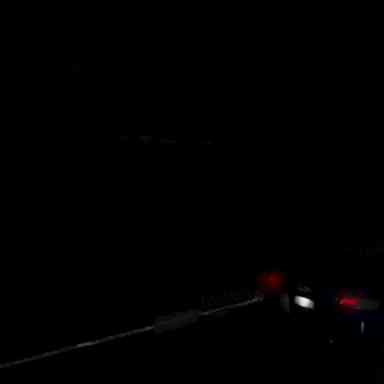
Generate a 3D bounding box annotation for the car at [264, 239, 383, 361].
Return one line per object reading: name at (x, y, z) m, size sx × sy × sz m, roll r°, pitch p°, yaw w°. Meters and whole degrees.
car at (3.275, 1.577, 5.999) m, size 4.181 × 1.385 × 1.994 m, roll 0°, pitch 0°, yaw -35°
